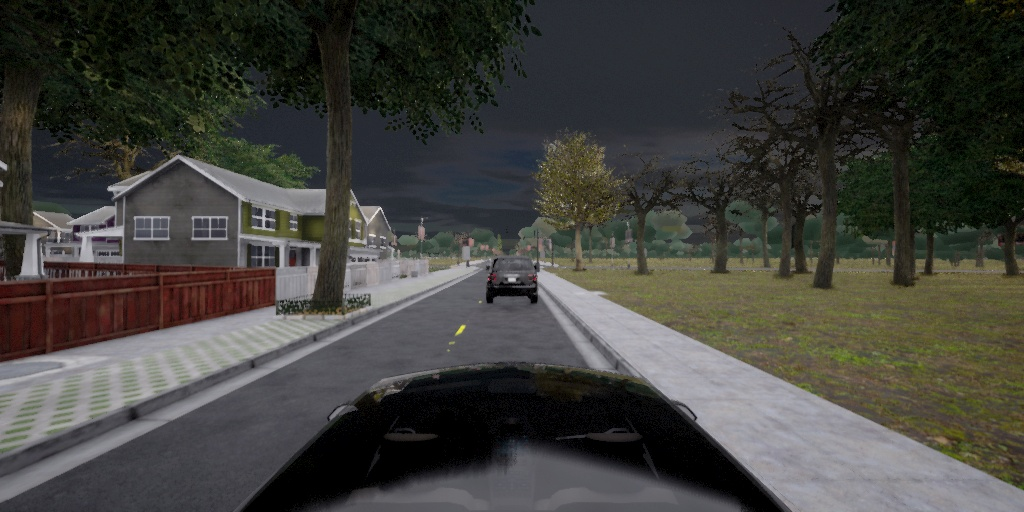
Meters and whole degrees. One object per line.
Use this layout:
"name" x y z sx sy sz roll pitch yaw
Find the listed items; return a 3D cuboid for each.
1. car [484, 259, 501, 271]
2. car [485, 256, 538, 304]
"car" -2.750 1.242 50.507 2.128 1.511 4.902 0 0 0
"car" 0.000 1.007 16.533 2.150 2.045 5.566 0 0 0
